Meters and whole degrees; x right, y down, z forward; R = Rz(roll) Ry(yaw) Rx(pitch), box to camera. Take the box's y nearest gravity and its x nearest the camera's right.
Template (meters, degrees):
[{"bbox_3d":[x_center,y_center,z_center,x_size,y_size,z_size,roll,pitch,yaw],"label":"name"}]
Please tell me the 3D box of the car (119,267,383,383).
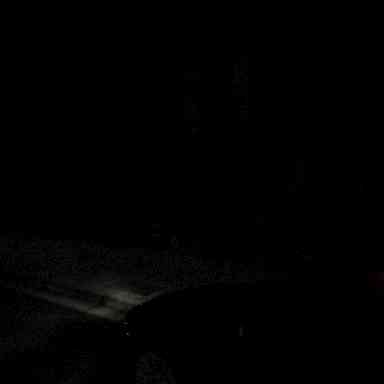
[{"bbox_3d":[1.466,1.522,3.256,5.008,1.535,1.882,0,-1,34],"label":"car"}]
